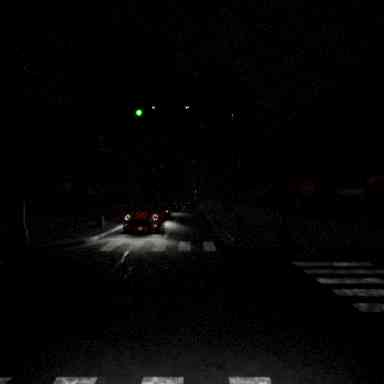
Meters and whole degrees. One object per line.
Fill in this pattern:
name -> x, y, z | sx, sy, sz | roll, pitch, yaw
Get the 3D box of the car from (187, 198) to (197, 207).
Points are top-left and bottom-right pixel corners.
car -> 0.011, 1.929, 62.231 | 1.837, 1.490, 4.892 | 0, -1, 0

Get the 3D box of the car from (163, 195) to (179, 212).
car -> -2.829, 1.468, 42.940 | 2.150, 2.045, 5.566 | 0, 0, 1

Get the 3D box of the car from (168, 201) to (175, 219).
car -> -2.843, 1.755, 30.448 | 1.895, 1.301, 4.718 | 0, 0, 0

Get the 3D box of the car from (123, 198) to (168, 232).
car -> -2.844, 1.442, 20.564 | 2.097, 1.767, 4.553 | 0, 0, 0

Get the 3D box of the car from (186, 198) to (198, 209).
car -> 0.009, 1.853, 52.215 | 1.812, 1.442, 4.674 | 0, -1, 0
